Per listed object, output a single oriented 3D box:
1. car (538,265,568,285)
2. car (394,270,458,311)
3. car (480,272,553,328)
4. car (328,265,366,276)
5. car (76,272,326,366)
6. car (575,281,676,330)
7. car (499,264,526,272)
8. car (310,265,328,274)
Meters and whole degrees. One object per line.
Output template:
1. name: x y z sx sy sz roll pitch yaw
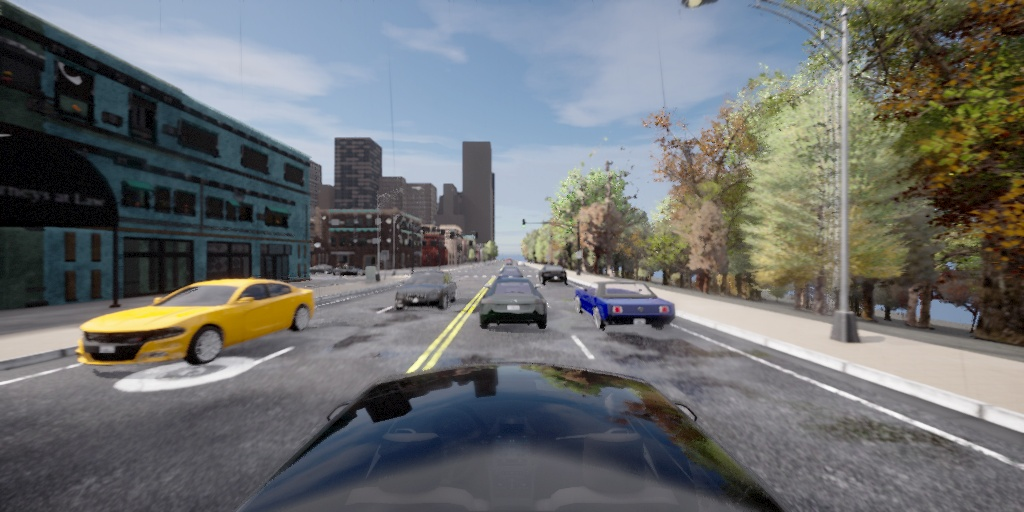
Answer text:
1. car: 3.158 1.453 28.366 1.882 1.535 5.008 0 -1 0
2. car: -3.440 1.372 15.111 1.837 1.490 4.892 0 -1 0
3. car: 0.030 1.400 11.829 1.994 1.385 4.181 0 0 0
4. car: -20.268 1.948 45.164 4.313 1.339 1.948 0 0 0
5. car: -6.640 1.288 8.364 1.882 1.535 5.008 0 -1 0
6. car: 3.284 1.432 11.474 1.895 1.301 4.718 0 0 0
7. car: -0.088 1.536 27.852 1.994 1.385 4.181 0 -1 0
8. car: -28.666 2.022 53.611 4.403 1.370 2.007 0 0 0
